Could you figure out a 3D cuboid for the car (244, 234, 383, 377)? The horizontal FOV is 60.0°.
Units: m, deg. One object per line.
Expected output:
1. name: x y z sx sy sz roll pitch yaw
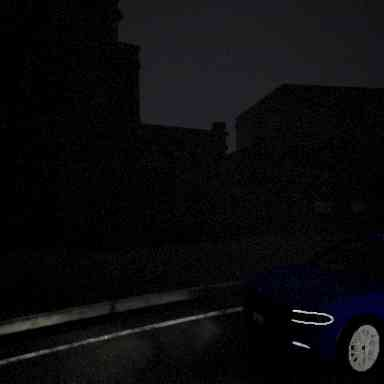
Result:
1. car: 3.250 1.450 5.409 5.008 1.535 1.882 0 0 -20
